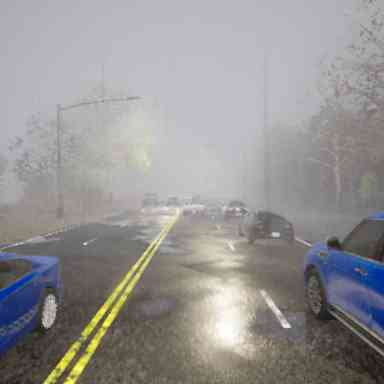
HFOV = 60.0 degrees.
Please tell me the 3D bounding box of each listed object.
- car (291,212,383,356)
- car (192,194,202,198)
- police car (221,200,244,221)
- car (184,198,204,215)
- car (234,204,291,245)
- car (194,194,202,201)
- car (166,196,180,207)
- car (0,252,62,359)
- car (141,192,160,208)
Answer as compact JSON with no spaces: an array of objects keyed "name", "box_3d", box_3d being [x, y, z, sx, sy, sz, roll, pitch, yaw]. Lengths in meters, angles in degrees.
[{"name":"car","box_3d":[3.228,1.218,4.205,2.150,2.045,5.566,-1,0,0]},{"name":"car","box_3d":[0.745,1.332,54.040,2.033,1.411,5.357,-1,0,1]},{"name":"police car","box_3d":[3.340,1.402,26.108,2.038,1.542,4.974,-1,0,1]},{"name":"car","box_3d":[0.212,1.535,33.028,1.895,1.301,4.718,-1,0,1]},{"name":"car","box_3d":[3.252,1.476,15.140,1.812,1.442,4.674,-1,0,0]},{"name":"car","box_3d":[1.348,1.148,74.683,1.812,1.442,4.674,-1,0,2]},{"name":"car","box_3d":[-2.736,1.438,49.021,1.837,1.490,4.892,-1,0,1]},{"name":"car","box_3d":[-3.365,1.611,4.210,1.882,1.535,5.008,-1,0,0]},{"name":"car","box_3d":[-5.993,1.075,49.071,2.150,2.045,5.566,-1,0,1]}]
